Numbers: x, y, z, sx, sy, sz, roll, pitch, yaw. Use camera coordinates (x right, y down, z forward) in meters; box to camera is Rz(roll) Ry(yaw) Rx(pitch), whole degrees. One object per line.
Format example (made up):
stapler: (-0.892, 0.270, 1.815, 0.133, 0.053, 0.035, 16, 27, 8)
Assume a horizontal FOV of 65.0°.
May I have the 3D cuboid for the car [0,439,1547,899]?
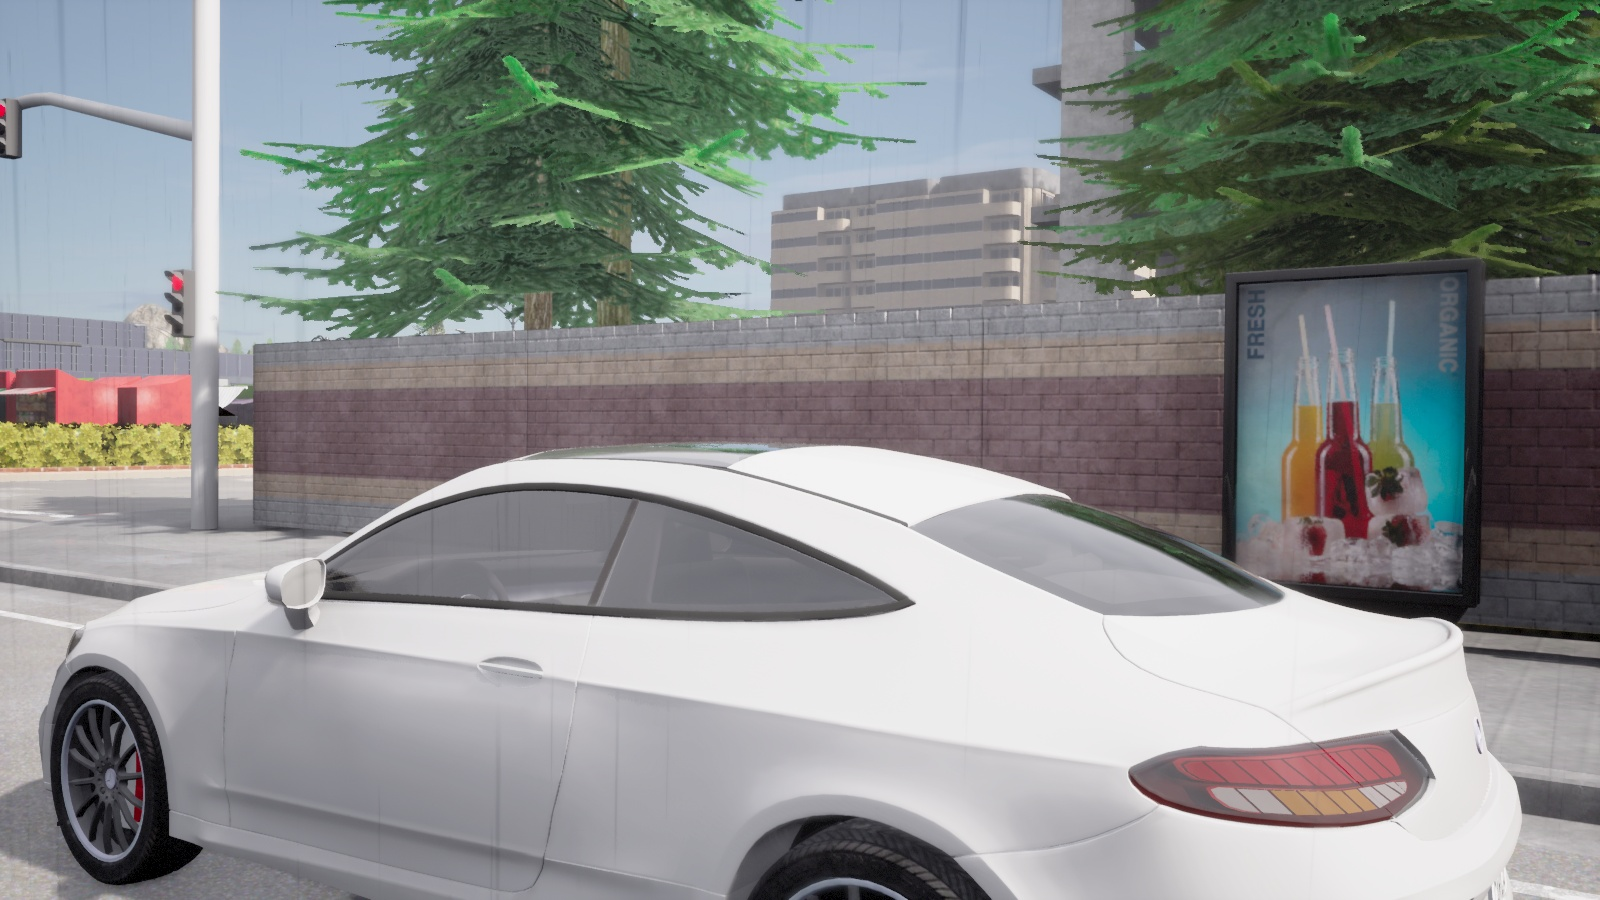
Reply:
car: (-0.437, 0.708, 3.913, 4.674, 1.442, 1.812, 0, 1, 33)
